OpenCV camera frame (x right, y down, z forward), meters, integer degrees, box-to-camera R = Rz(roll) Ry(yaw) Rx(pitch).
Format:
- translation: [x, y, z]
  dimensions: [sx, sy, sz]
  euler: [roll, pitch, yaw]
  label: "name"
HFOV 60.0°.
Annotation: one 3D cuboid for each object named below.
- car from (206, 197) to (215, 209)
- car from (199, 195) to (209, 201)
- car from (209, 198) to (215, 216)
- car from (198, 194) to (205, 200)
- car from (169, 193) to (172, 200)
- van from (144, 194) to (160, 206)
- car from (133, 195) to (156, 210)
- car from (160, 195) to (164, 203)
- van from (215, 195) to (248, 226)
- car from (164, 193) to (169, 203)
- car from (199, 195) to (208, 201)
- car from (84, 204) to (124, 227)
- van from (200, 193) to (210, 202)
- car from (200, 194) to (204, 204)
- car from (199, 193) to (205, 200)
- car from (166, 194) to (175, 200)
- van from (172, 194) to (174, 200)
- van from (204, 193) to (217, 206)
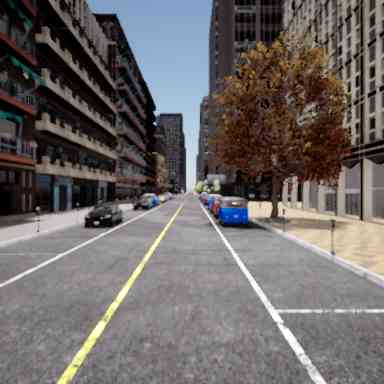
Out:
- translation: [2.650, 1.437, 33.403]
  dimensions: [1.802, 1.307, 4.206]
  euler: [0, 0, 0]
  label: "car"
- translation: [2.598, 1.312, 73.046]
  dimensions: [1.887, 1.381, 4.507]
  euler: [0, 0, 0]
  label: "car"
- translation: [2.657, 1.460, 27.741]
  dimensions: [1.802, 1.307, 4.206]
  euler: [0, 0, 0]
  label: "car"
- translation: [2.576, 1.288, 90.039]
  dimensions: [1.887, 1.381, 4.507]
  euler: [0, 0, 0]
  label: "car"
- translation: [-5.775, 1.326, 67.372]
  dimensions: [2.008, 1.369, 4.403]
  euler: [0, 0, 0]
  label: "car"
- translation: [-5.745, 1.158, 44.719]
  dimensions: [1.690, 1.788, 3.998]
  euler: [0, 0, 0]
  label: "van"
- translation: [-5.738, 1.400, 39.055]
  dimensions: [1.947, 1.339, 4.313]
  euler: [0, 0, 0]
  label: "car"
- translation: [-5.753, 1.354, 50.382]
  dimensions: [2.008, 1.369, 4.403]
  euler: [0, 0, 0]
  label: "car"
- translation: [2.665, 1.241, 22.076]
  dimensions: [1.690, 1.788, 3.998]
  euler: [0, 0, 0]
  label: "van"
- translation: [-5.768, 1.309, 61.537]
  dimensions: [1.752, 1.417, 4.829]
  euler: [0, 0, 0]
  label: "car"
- translation: [2.591, 1.310, 78.710]
  dimensions: [2.008, 1.369, 4.403]
  euler: [0, 0, 0]
  label: "car"
- translation: [-5.716, 1.466, 22.066]
  dimensions: [1.947, 1.339, 4.313]
  euler: [0, 0, 0]
  label: "car"
- translation: [2.605, 1.117, 67.382]
  dimensions: [1.690, 1.788, 3.998]
  euler: [0, 0, 0]
  label: "van"
- translation: [2.627, 1.385, 50.392]
  dimensions: [1.802, 1.307, 4.206]
  euler: [0, 0, 0]
  label: "car"
- translation: [2.620, 1.343, 56.055]
  dimensions: [2.008, 1.369, 4.403]
  euler: [0, 0, 0]
  label: "car"
- translation: [-5.804, 1.309, 90.028]
  dimensions: [1.947, 1.339, 4.313]
  euler: [0, 0, 0]
  label: "car"
- translation: [-5.789, 1.100, 78.700]
  dimensions: [1.690, 1.788, 3.998]
  euler: [0, 0, 0]
  label: "van"
- translation: [2.643, 1.176, 39.066]
  dimensions: [1.690, 1.788, 3.998]
  euler: [0, 0, 0]
  label: "van"
